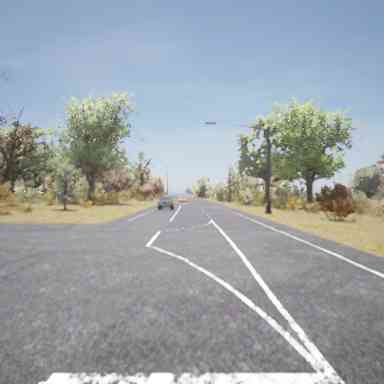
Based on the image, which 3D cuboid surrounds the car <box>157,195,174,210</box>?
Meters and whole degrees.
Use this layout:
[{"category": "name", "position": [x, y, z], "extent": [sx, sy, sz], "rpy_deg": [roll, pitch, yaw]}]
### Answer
[{"category": "car", "position": [-3.672, 1.512, 47.107], "extent": [2.150, 2.045, 5.566], "rpy_deg": [0, 0, -1]}]

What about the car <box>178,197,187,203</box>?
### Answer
[{"category": "car", "position": [-2.402, 2.008, 86.959], "extent": [1.882, 1.535, 5.008], "rpy_deg": [0, 0, 6]}]
